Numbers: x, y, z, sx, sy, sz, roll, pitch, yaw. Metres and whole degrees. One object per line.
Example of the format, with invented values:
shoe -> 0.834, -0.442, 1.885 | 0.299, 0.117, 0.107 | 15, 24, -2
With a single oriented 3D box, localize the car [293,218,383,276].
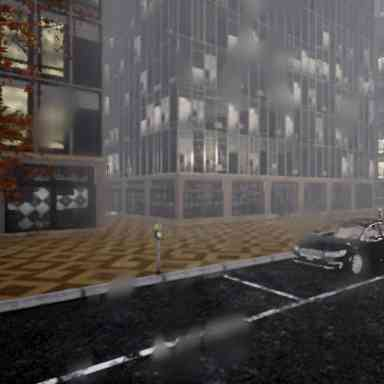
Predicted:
car -> 4.893, 1.502, 10.052 | 4.403, 1.369, 2.008 | 0, 0, -36
